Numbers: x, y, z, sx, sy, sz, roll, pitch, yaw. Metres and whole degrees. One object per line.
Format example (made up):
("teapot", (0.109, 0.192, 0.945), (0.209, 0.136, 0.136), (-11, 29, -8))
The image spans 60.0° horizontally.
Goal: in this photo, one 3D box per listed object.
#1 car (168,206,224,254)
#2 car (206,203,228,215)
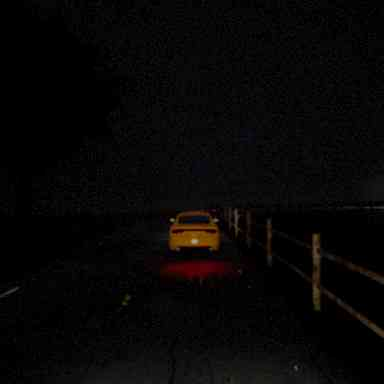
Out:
("car", (0.089, 1.545, 13.858), (1.882, 1.535, 5.008), (0, 0, 0))
("car", (2.410, 1.916, 35.393), (2.033, 1.411, 5.357), (0, -1, 18))
